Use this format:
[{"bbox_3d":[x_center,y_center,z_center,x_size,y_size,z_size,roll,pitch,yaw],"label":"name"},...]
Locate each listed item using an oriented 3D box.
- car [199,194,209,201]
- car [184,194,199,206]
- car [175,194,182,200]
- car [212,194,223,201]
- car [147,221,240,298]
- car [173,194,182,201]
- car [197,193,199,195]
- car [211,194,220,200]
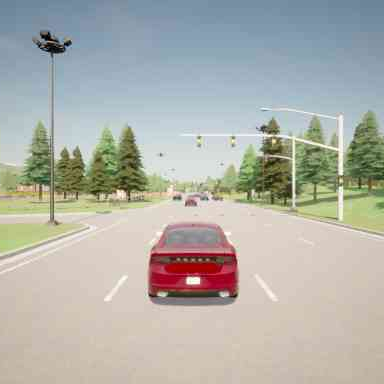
[{"bbox_3d":[3.230,1.516,84.229,1.812,1.442,4.674,0,0,0],"label":"car"},{"bbox_3d":[-0.170,1.525,53.188,1.812,1.442,4.674,0,0,0],"label":"car"},{"bbox_3d":[-3.802,1.310,94.210,1.882,1.535,5.008,0,0,0],"label":"car"},{"bbox_3d":[6.732,1.516,83.824,2.128,1.511,4.902,0,0,0],"label":"car"},{"bbox_3d":[0.036,1.478,8.586,1.882,1.535,5.008,0,0,0],"label":"car"},{"bbox_3d":[-3.768,1.469,83.790,1.882,1.535,5.008,0,0,0],"label":"car"},{"bbox_3d":[3.198,1.357,94.232,2.128,1.511,4.902,0,0,0],"label":"car"},{"bbox_3d":[6.698,1.372,94.244,2.033,1.411,5.357,0,0,0],"label":"car"}]
